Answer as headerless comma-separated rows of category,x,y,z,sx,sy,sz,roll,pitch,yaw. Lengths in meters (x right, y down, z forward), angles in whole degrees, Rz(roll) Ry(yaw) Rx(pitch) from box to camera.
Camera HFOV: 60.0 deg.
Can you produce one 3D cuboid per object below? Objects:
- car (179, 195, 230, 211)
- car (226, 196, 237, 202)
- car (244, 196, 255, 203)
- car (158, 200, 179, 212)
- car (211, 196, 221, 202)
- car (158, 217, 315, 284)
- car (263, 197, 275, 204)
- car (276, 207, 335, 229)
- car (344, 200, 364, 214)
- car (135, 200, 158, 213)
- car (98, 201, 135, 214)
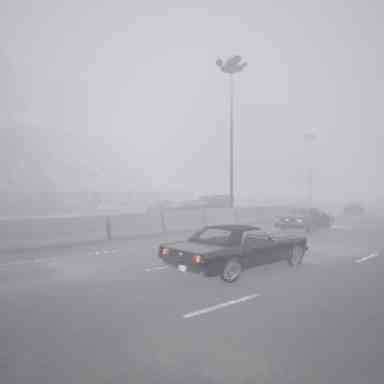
car,1.643,1.287,30.558,2.150,2.045,5.566,0,0,37
car,8.844,1.548,75.098,2.033,1.411,5.357,0,0,1
car,12.412,1.659,72.170,1.994,1.385,4.181,0,0,1
car,-0.783,1.547,33.225,1.882,1.535,5.008,0,0,36
car,5.348,1.609,74.897,1.895,1.301,4.718,0,0,1
car,1.437,1.623,9.780,4.718,1.301,1.895,0,0,-41
car,15.799,1.749,68.666,1.895,1.301,4.718,0,0,4
car,6.862,1.595,20.068,2.033,1.411,5.357,0,0,41
car,17.988,1.618,36.958,1.812,1.442,4.674,0,0,27
car,-3.363,1.563,35.607,2.128,1.511,4.902,0,0,36
car,-7.662,1.669,35.626,1.895,1.301,4.718,0,0,38
